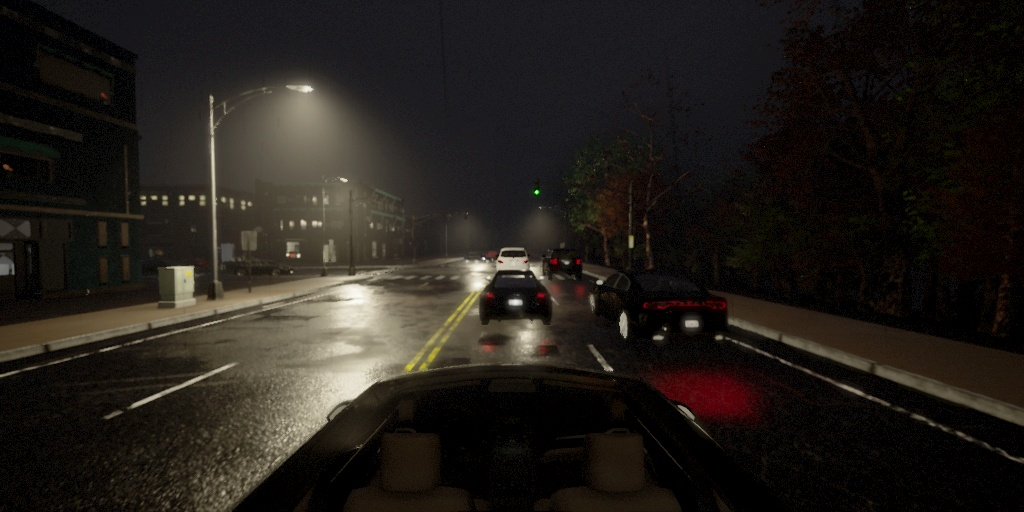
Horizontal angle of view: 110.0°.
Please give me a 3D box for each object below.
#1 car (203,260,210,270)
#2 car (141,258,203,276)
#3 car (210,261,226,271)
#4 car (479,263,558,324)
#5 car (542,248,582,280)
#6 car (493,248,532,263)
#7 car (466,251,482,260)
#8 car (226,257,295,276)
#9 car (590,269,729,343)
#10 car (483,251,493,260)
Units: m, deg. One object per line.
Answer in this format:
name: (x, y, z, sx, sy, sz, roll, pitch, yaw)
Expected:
car: (-33.843, 0.858, 37.474, 4.207, 1.307, 1.802, 0, 0, 0)
car: (-30.688, 0.953, 31.666, 4.674, 1.442, 1.812, -1, 2, 0)
car: (-28.308, 0.764, 37.470, 4.403, 1.370, 2.007, 0, 0, 0)
car: (0.093, 1.104, 11.083, 1.994, 1.385, 4.181, 0, 1, 0)
car: (3.332, 0.463, 24.455, 2.150, 2.045, 5.566, 0, 1, 0)
car: (0.084, 0.453, 24.949, 2.150, 2.045, 5.566, 0, 1, 0)
car: (-6.593, -0.094, 60.485, 1.882, 1.535, 5.008, 0, 1, 0)
car: (-19.968, 0.957, 28.966, 4.313, 1.339, 1.948, 0, 0, 0)
car: (3.347, 1.061, 9.170, 1.882, 1.535, 5.008, 0, 1, 0)
car: (-3.343, -0.094, 60.509, 1.882, 1.535, 5.008, 0, 1, 0)
